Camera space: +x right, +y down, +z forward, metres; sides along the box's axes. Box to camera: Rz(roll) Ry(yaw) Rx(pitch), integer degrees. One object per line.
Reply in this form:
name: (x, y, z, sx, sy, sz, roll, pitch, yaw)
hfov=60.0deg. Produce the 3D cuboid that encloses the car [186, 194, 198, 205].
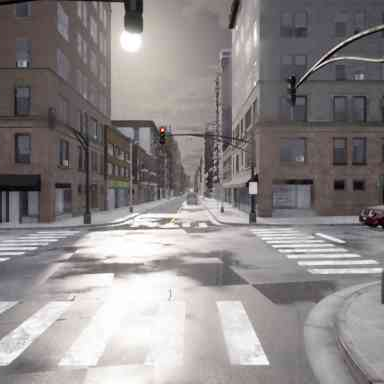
car: (0.000, 1.593, 60.066, 2.033, 1.411, 5.357, 0, 0, 0)

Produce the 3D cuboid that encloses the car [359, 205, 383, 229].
car: (12.058, 1.123, 18.418, 5.009, 1.841, 2.192, -1, 1, 0)
